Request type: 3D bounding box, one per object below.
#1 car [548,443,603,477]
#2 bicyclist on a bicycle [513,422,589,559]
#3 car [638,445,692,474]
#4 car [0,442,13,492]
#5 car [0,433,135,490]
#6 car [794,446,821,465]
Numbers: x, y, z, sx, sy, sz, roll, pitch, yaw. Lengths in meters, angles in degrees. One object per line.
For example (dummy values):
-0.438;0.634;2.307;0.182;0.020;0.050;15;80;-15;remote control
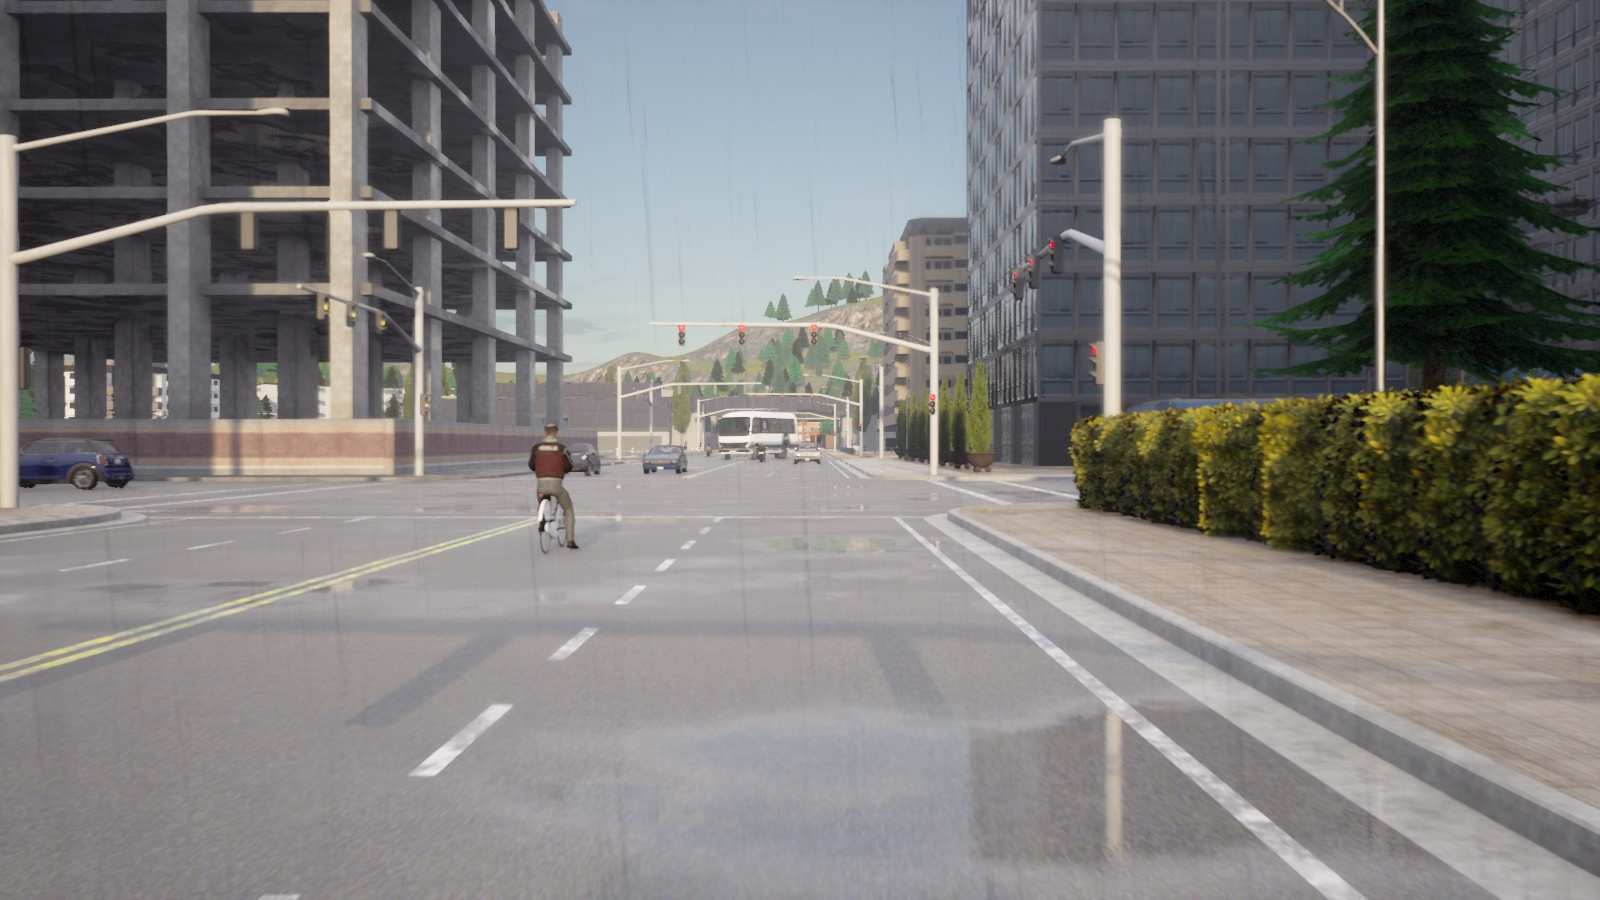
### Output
-10.160;0.430;57.085;1.845;1.501;3.633;0;0;0;car
-3.387;0.517;17.232;0.659;1.776;1.843;0;1;0;bicyclist on a bicycle
-6.631;0.438;62.231;2.033;1.411;5.357;0;0;0;car
-26.302;0.516;37.060;4.792;1.488;2.163;0;0;1;car
-24.284;0.357;40.536;4.553;1.767;2.097;0;0;1;car
0.519;0.348;88.621;1.895;1.301;4.718;0;0;0;car
